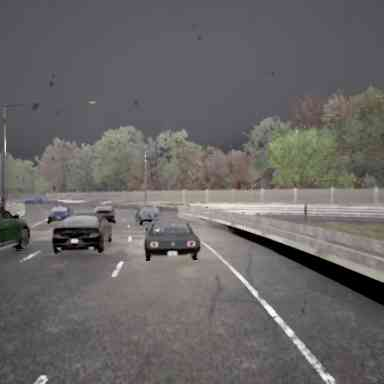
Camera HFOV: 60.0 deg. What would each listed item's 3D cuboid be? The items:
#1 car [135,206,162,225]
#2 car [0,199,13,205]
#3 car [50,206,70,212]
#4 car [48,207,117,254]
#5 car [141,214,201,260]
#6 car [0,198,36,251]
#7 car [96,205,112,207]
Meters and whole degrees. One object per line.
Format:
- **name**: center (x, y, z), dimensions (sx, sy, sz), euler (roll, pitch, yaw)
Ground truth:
- **car**: center (-3.624, 1.880, 27.483), dimensions (2.033, 1.411, 5.357), euler (0, -1, -15)
- **car**: center (-46.128, 2.523, 81.865), dimensions (4.181, 1.385, 1.994), euler (-1, -1, 37)
- **car**: center (-11.210, 1.898, 28.642), dimensions (1.812, 1.442, 4.674), euler (0, 0, -16)
- **car**: center (-4.631, 1.665, 14.636), dimensions (1.882, 1.535, 5.008), euler (0, 0, -8)
- **car**: center (-0.896, 1.757, 13.077), dimensions (1.895, 1.301, 4.718), euler (0, -1, -7)
- **car**: center (-7.802, 1.391, 11.967), dimensions (2.150, 2.045, 5.566), euler (0, 0, -7)
- **car**: center (-7.631, 1.868, 28.815), dimensions (1.837, 1.490, 4.892), euler (0, 0, -16)
